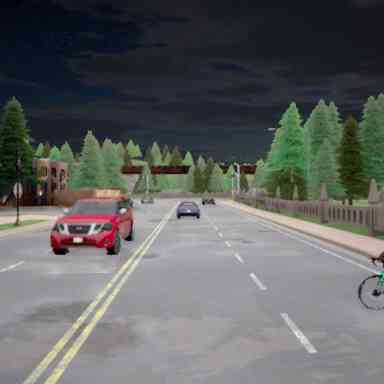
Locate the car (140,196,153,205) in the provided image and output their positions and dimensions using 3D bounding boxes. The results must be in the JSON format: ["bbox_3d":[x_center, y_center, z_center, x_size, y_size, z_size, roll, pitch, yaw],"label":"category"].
[{"bbox_3d":[-7.930,1.465,58.868,2.128,1.511,4.902,0,0,-1],"label":"car"}]

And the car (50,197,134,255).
[{"bbox_3d":[-3.749,1.218,13.568,2.150,2.045,5.566,0,0,-1],"label":"car"}]

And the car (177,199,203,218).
[{"bbox_3d":[-0.325,1.550,29.609,1.994,1.385,4.181,0,0,-1],"label":"car"}]

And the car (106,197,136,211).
[{"bbox_3d":[-8.698,1.484,41.388,1.837,1.490,4.892,1,0,12],"label":"car"}]

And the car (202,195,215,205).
[{"bbox_3d":[2.753,1.326,58.022,2.097,1.767,4.553,0,0,-1],"label":"car"}]

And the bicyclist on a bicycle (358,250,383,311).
[{"bbox_3d":[3.953,1.438,6.292,1.656,1.620,0.582,-1,0,-1],"label":"bicyclist on a bicycle"}]
